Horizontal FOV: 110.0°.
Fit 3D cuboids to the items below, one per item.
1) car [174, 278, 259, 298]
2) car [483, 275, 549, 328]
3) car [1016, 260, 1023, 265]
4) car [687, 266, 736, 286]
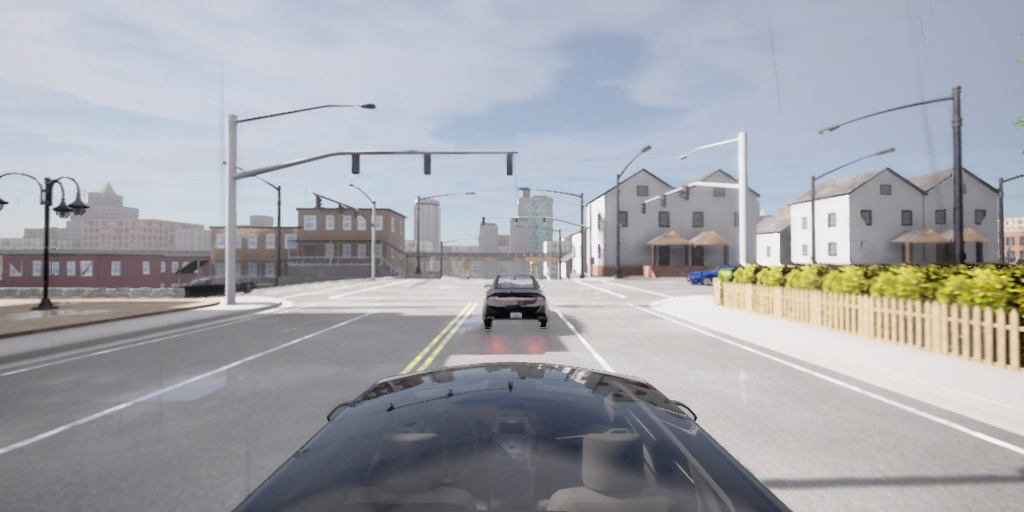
[{"bbox_3d":[-20.174,2.134,24.461,4.718,1.301,1.895,-4,-1,-1],"label":"car"},{"bbox_3d":[0.104,1.365,11.829,2.128,1.511,4.902,0,-1,0],"label":"car"},{"bbox_3d":[38.878,1.257,25.273,5.566,2.045,2.150,0,-1,-1],"label":"car"},{"bbox_3d":[16.630,1.555,28.669,5.008,1.535,1.882,0,-1,-1],"label":"car"}]
